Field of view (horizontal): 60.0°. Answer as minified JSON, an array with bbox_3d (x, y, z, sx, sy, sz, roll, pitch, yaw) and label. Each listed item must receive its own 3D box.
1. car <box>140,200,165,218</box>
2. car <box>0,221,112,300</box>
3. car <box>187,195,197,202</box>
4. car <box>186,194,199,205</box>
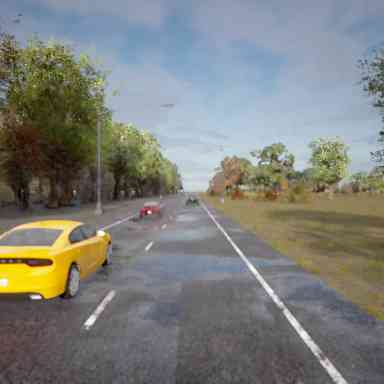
[{"bbox_3d":[-3.407,1.449,28.956,1.812,1.442,4.674,0,0,0],"label":"car"},{"bbox_3d":[-3.404,1.455,8.392,1.882,1.535,5.008,0,0,0],"label":"car"},{"bbox_3d":[-0.014,1.363,73.048,1.994,1.385,4.181,0,0,0],"label":"car"},{"bbox_3d":[0.086,1.207,54.956,2.097,1.767,4.553,0,0,0],"label":"car"}]
